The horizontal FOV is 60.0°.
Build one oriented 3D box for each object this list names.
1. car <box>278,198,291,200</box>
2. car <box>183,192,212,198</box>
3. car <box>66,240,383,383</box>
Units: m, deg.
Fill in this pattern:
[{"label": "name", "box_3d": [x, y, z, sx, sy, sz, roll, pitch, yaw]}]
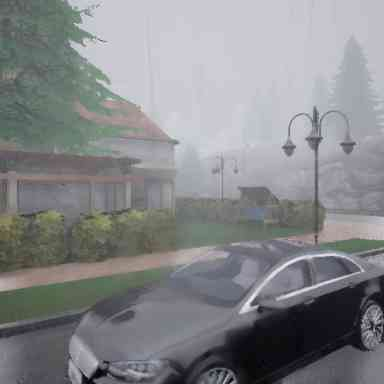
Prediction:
[{"label": "car", "box_3d": [8.170, 1.343, 29.442, 1.837, 1.490, 4.892, 0, 0, -35]}, {"label": "car", "box_3d": [0.931, 1.056, 39.599, 2.150, 2.045, 5.566, 0, 0, -35]}, {"label": "car", "box_3d": [0.883, 1.491, 4.597, 4.902, 1.511, 2.128, 0, 0, -35]}]
